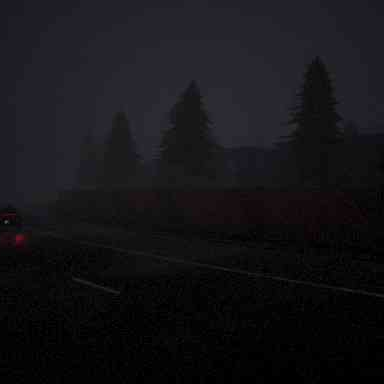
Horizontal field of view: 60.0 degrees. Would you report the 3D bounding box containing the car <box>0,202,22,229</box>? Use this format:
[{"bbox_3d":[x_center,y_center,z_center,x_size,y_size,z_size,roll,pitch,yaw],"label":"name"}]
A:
[{"bbox_3d":[-12.305,1.542,21.204,2.128,1.511,4.902,0,0,-40],"label":"car"}]
